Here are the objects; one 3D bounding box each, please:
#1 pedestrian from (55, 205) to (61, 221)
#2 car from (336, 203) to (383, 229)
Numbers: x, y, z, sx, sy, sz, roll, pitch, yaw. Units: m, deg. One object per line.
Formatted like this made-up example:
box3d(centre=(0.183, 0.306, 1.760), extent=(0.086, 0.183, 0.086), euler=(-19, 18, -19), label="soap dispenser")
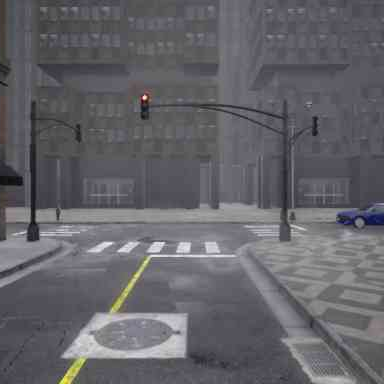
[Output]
box3d(centre=(-9.817, 1.532, 24.418), extent=(0.500, 1.100, 0.500), euler=(0, 0, 1), label="pedestrian")
box3d(centre=(11.811, 1.458, 21.124), extent=(5.008, 1.535, 1.882), euler=(0, 0, 1), label="car")
